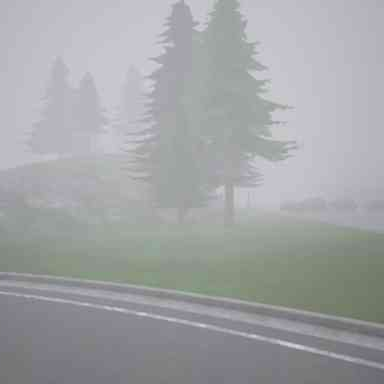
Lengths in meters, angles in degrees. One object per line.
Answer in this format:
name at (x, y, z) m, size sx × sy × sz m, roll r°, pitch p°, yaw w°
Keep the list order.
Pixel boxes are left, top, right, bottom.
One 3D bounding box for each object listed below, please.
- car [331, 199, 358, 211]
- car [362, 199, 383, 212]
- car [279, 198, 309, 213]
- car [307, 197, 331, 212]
car at (18.641, 1.583, 41.324) m, size 2.128 × 1.511 × 4.902 m, roll -1°, pitch 0°, yaw -2°
car at (22.208, 1.546, 39.521) m, size 1.837 × 1.490 × 4.892 m, roll -1°, pitch 0°, yaw -2°
car at (11.713, 1.715, 39.243) m, size 1.994 × 1.385 × 4.181 m, roll -1°, pitch 0°, yaw -2°
car at (15.117, 1.485, 41.897) m, size 2.097 × 1.767 × 4.553 m, roll -1°, pitch 0°, yaw -2°
